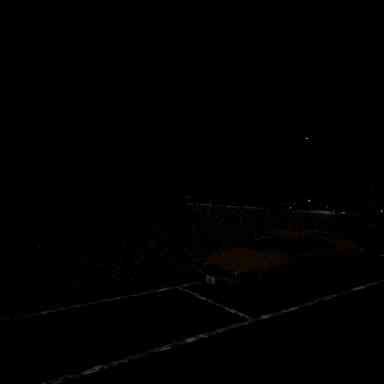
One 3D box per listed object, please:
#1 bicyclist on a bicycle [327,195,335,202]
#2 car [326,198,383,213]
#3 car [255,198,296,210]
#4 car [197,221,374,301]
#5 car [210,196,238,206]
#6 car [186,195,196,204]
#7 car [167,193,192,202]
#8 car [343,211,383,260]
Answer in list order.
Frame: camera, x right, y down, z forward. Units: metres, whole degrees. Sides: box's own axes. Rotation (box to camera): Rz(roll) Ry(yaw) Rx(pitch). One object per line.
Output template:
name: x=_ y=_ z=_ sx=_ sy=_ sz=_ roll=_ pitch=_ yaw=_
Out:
bicyclist on a bicycle: x=16.306 y=1.158 z=38.926 sx=1.656 sy=1.620 sz=0.582 roll=0 pitch=0 yaw=-34
car: x=14.700 y=1.342 z=30.230 sx=2.128 sy=1.511 sz=4.902 roll=1 pitch=0 yaw=-34
car: x=9.460 y=1.367 z=37.875 sx=1.895 sy=1.301 sz=4.718 roll=1 pitch=0 yaw=-34
car: x=2.372 y=1.527 z=8.357 sx=4.829 sy=1.417 sz=1.752 roll=0 pitch=1 yaw=-35
car: x=4.336 y=1.248 z=45.367 sx=1.994 sy=1.385 sz=4.181 roll=1 pitch=0 yaw=-34
car: x=-1.261 y=1.193 z=53.575 sx=1.895 sy=1.301 sz=4.718 roll=1 pitch=0 yaw=-34
car: x=-2.327 y=1.057 z=60.717 sx=2.128 sy=1.511 sz=4.902 roll=1 pitch=0 yaw=-34
car: x=7.132 y=1.547 z=11.662 sx=4.507 sy=1.381 sz=1.887 roll=0 pitch=1 yaw=-35
